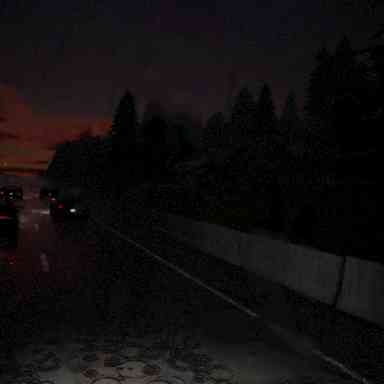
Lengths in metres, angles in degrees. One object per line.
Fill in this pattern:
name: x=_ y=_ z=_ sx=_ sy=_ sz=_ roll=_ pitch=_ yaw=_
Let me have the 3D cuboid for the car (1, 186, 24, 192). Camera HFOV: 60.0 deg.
car: x=-16.442 y=0.077 z=30.412 sx=1.895 sy=1.301 sz=4.718 roll=5 pitch=1 yaw=-27

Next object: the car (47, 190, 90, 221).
car: x=-7.549 y=0.919 z=20.411 sx=1.994 sy=1.385 sz=4.181 roll=5 pitch=0 yaw=-27

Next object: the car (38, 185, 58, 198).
car: x=-16.406 y=-0.071 z=38.174 sx=1.812 sy=1.442 sz=4.674 roll=5 pitch=1 yaw=-27

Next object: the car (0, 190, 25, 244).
car: x=-7.305 y=0.881 z=12.126 sx=2.128 sy=1.511 sz=4.902 roll=5 pitch=0 yaw=-27
